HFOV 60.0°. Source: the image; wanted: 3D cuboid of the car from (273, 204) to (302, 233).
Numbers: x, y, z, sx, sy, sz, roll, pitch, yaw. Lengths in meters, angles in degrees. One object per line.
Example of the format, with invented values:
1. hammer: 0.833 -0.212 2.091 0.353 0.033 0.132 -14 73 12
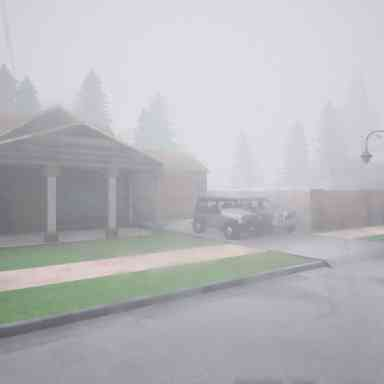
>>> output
1. car: 3.434 1.174 17.762 1.932 1.855 4.605 0 0 -36

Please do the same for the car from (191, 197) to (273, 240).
1. car: 1.614 1.176 15.984 1.905 1.878 3.866 0 0 -36
